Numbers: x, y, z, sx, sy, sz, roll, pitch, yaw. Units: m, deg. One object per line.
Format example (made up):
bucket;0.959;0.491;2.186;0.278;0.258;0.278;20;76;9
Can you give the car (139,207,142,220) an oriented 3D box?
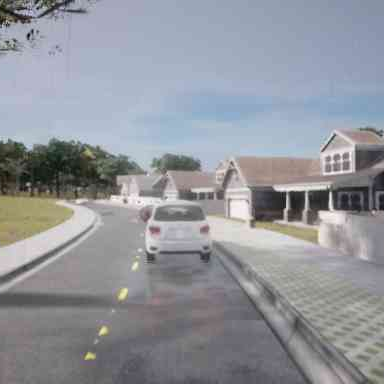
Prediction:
car;-3.426;1.778;28.539;1.994;1.385;4.181;0;0;-14

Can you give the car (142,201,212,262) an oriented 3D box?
car;-0.634;1.336;12.779;2.150;2.045;5.566;0;0;-6

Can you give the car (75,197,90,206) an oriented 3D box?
car;-20.245;1.723;61.598;1.812;1.442;4.674;0;0;-28
